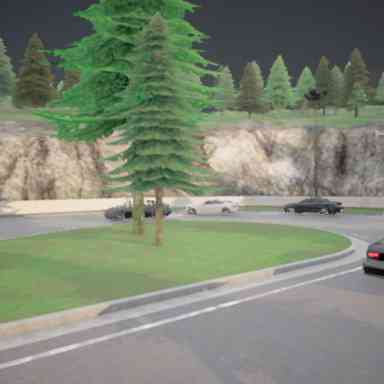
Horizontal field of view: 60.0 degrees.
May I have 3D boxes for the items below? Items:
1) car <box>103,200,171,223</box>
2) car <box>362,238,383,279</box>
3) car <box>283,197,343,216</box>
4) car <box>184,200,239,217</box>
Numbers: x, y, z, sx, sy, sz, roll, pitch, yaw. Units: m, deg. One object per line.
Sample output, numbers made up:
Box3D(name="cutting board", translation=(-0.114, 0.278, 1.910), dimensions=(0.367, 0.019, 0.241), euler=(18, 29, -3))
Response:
Box3D(name="car", translation=(-3.959, 1.370, 24.379), dimensions=(4.902, 1.511, 2.128), euler=(-1, 0, -19))
Box3D(name="car", translation=(6.299, 1.436, 8.578), dimensions=(5.357, 1.411, 2.033), euler=(-1, 1, -41))
Box3D(name="car", translation=(10.271, 1.229, 28.487), dimensions=(4.892, 1.490, 1.837), euler=(0, -1, 41))
Box3D(name="car", translation=(1.680, 1.326, 28.601), dimensions=(4.674, 1.442, 1.812), euler=(0, 0, 10))
